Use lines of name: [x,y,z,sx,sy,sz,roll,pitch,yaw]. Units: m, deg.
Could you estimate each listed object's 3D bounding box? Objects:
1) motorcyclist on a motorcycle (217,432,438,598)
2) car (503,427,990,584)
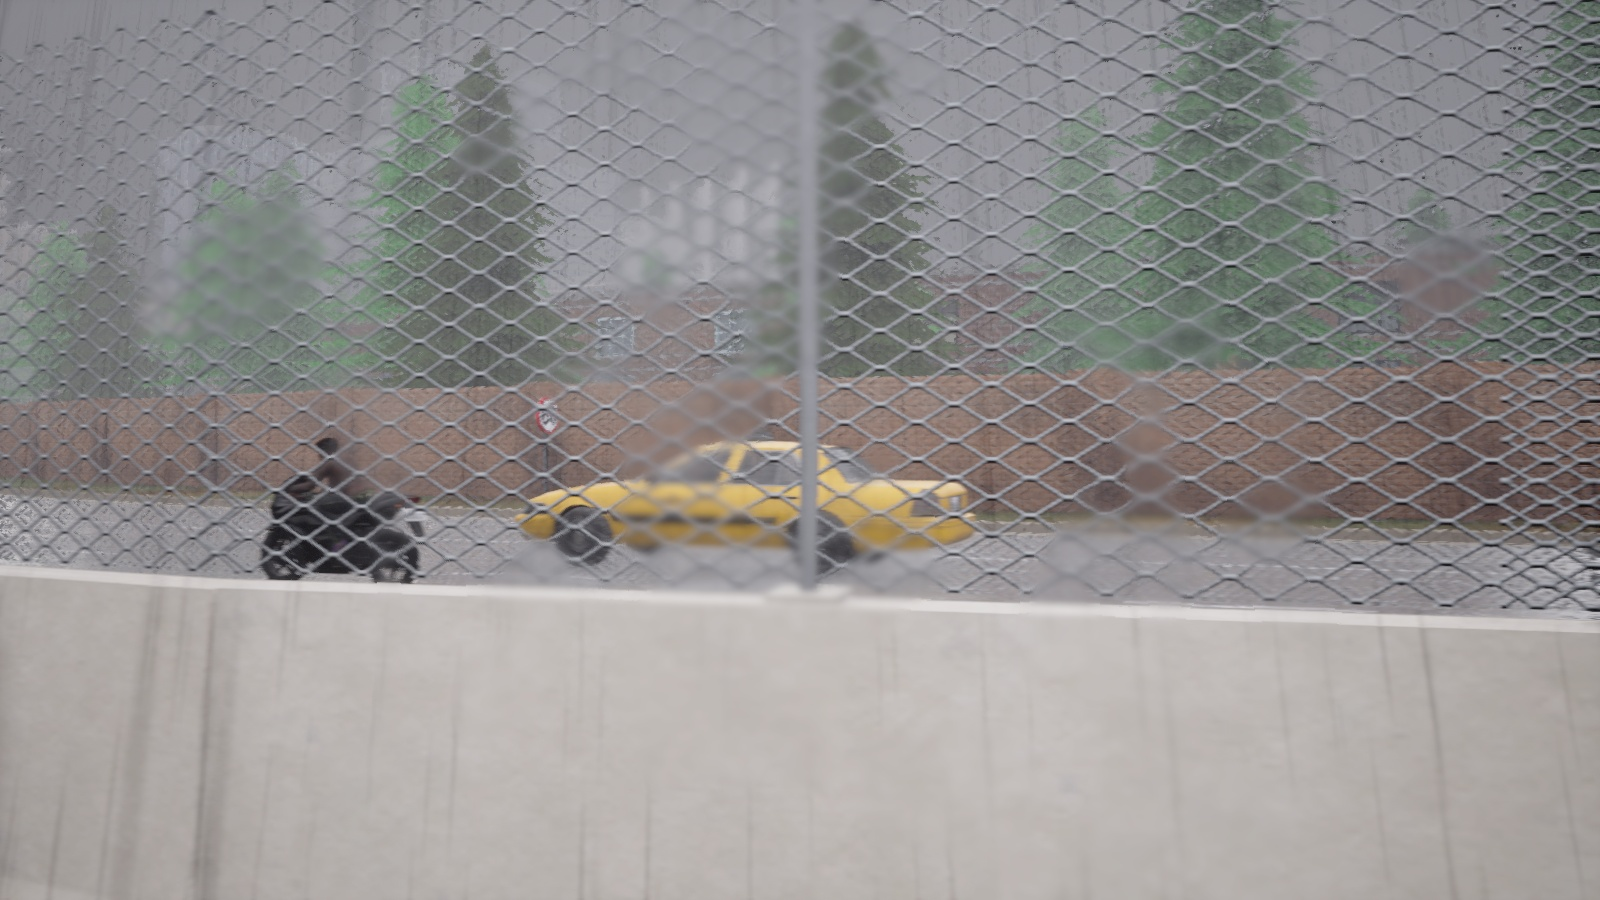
motorcyclist on a motorcycle: [-4.669,0.598,12.405,2.044,1.523,0.797,1,0,23]
car: [-0.652,0.538,14.563,5.366,1.575,1.801,1,1,21]
